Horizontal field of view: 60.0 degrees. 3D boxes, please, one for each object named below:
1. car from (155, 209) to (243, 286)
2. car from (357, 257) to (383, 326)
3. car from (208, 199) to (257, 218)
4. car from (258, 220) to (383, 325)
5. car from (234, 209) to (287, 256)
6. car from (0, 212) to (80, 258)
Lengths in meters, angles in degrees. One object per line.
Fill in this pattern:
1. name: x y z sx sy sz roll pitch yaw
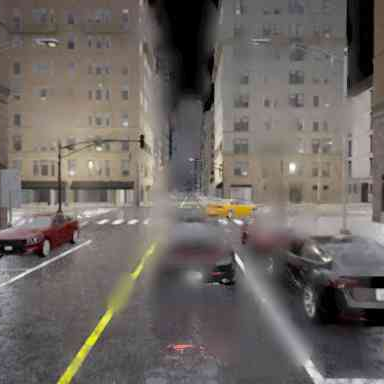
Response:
1. car: 0.079 1.459 9.233 1.837 1.490 4.892 0 1 0
2. car: 2.866 1.517 1.535 1.752 1.417 4.829 -1 0 0
3. car: 3.384 1.342 27.224 5.008 1.535 1.882 0 -1 -44
4. car: 2.866 1.530 6.952 1.947 1.339 4.313 -1 0 0
5. car: 2.865 1.517 12.538 1.802 1.307 4.206 -1 0 0
6. car: -5.681 1.480 12.533 1.887 1.381 4.507 -1 0 0
